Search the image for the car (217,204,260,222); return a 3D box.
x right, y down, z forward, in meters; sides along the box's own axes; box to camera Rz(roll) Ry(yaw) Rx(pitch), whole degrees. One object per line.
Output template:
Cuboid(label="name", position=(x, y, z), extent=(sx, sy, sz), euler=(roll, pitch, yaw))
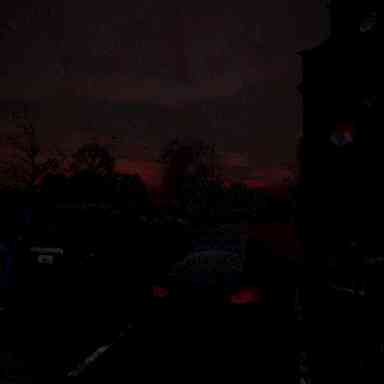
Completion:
Cuboid(label="car", position=(5.799, 2.778, 41.433), extent=(4.553, 1.767, 2.185), euler=(1, -1, 15))

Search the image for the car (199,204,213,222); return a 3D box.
Cuboid(label="car", position=(-1.035, 2.278, 31.527), extent=(5.566, 2.045, 2.435), euler=(1, -2, 15))

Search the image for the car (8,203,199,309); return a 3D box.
Cuboid(label="car", position=(-1.763, 1.277, 8.220), extent=(2.435, 2.045, 5.566), euler=(0, -1, 15))

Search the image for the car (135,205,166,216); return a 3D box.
Cuboid(label="car", position=(-6.817, 3.039, 55.035), extent=(4.553, 1.767, 2.185), euler=(0, -2, 15))

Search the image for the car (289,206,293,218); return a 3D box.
Cuboid(label="car", position=(12.638, 3.296, 51.304), extent=(4.792, 1.488, 2.163), euler=(1, -1, 15))

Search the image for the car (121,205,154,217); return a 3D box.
Cuboid(label="car", position=(-8.568, 2.949, 52.611), extent=(4.553, 1.767, 2.185), euler=(-1, -2, 15))

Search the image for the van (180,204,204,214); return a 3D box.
Cuboid(label="van", position=(0.028, 3.300, 64.818), extent=(4.442, 1.987, 1.878), euler=(-1, -2, 15))

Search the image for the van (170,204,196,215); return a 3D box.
Cuboid(label="van", position=(-1.660, 3.210, 62.368), extent=(4.442, 1.987, 1.878), euler=(-1, -2, 15))

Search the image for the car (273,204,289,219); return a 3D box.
Cuboid(label="car", position=(10.937, 2.924, 48.835), extent=(5.566, 2.045, 2.435), euler=(1, -1, 15))

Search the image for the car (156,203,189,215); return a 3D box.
Cuboid(label="car", position=(-3.493, 3.095, 59.953), extent=(5.566, 2.045, 2.435), euler=(-1, -2, 15))

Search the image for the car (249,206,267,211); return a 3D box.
Cuboid(label="car", position=(18.233, 4.552, 91.862), extent=(4.792, 1.488, 2.163), euler=(-1, -2, 13))

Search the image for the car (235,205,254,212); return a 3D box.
Cuboid(label="car", position=(13.396, 4.124, 84.441), extent=(4.553, 1.767, 2.185), euler=(-1, -2, 14))

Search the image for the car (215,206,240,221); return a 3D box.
Cuboid(label="car", position=(2.388, 2.722, 36.473), extent=(5.008, 1.535, 2.097), euler=(1, -1, 15))

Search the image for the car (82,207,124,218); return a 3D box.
Cuboid(label="car", position=(-12.579, 2.867, 47.062), extent=(5.366, 1.575, 1.946), euler=(-1, -2, 15))

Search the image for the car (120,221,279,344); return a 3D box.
Cuboid(label="car", position=(0.648, 1.548, 6.472), extent=(2.002, 1.452, 4.674), euler=(0, -1, 15))

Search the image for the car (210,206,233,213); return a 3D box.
Cuboid(label="car", position=(6.701, 3.917, 74.628), extent=(4.792, 1.488, 2.163), euler=(-1, -2, 15))

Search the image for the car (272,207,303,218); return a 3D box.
Cuboid(label="car", position=(16.087, 3.448, 56.239), extent=(5.008, 1.535, 2.097), euler=(1, -1, 15))

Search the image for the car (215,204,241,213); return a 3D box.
Cuboid(label="car", position=(8.330, 3.728, 77.094), extent=(5.566, 2.045, 2.435), euler=(-1, -2, 15))

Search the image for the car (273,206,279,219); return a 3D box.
Cuboid(label="car", position=(9.221, 3.114, 46.360), extent=(4.792, 1.488, 2.163), euler=(1, -1, 15))

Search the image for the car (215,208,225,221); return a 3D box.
Cuboid(label="car", position=(0.655, 2.668, 33.994), extent=(4.674, 1.452, 2.002), euler=(1, -1, 15))

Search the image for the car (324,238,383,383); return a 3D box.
Cuboid(label="car", position=(3.061, 1.489, 4.763), extent=(2.231, 1.521, 4.892), euler=(0, -1, 15))

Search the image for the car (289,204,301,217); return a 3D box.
Cuboid(label="car", position=(14.411, 3.107, 53.775), extent=(5.566, 2.045, 2.435), euler=(1, -1, 15))

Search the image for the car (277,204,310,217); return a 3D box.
Cuboid(label="car", position=(17.825, 3.289, 58.715), extent=(5.566, 2.045, 2.435), euler=(1, -1, 15))

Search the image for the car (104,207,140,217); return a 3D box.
Cuboid(label="car", position=(-10.440, 3.001, 49.805), extent=(4.792, 1.488, 2.163), euler=(-1, -2, 15))

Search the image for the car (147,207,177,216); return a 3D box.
Cuboid(label="car", position=(-5.157, 3.296, 57.492), extent=(4.674, 1.452, 2.002), euler=(-1, -2, 15))

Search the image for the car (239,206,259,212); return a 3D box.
Cuboid(label="car", position=(15.021, 4.341, 86.904), extent=(5.008, 1.535, 2.097), euler=(0, -2, 14))

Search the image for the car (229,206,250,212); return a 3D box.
Cuboid(label="car", position=(11.711, 4.160, 81.983), extent=(4.892, 1.521, 2.231), euler=(0, -2, 14))

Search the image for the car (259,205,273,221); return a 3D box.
Cuboid(label="car", position=(7.516, 2.743, 43.892), extent=(5.566, 2.045, 2.435), euler=(1, -1, 15))

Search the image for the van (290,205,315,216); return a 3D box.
Cuboid(label="van", position=(21.100, 3.493, 63.687), extent=(4.442, 1.987, 1.878), euler=(1, -1, 15))

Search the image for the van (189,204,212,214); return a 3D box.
Cuboid(label="van", position=(1.718, 3.390, 67.269), extent=(4.442, 1.987, 1.878), euler=(-1, -2, 15))

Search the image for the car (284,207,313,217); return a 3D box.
Cuboid(label="car", position=(19.502, 3.630, 61.181), extent=(5.008, 1.535, 2.097), euler=(1, -1, 15))

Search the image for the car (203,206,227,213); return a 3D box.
Cuboid(label="car", position=(4.954, 3.827, 72.186), extent=(4.792, 1.488, 2.163), euler=(-1, -2, 15))

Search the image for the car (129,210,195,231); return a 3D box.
Cuboid(label="car", position=(-2.617, 2.423, 28.997), extent=(5.366, 1.575, 1.946), euler=(1, -2, 15))
